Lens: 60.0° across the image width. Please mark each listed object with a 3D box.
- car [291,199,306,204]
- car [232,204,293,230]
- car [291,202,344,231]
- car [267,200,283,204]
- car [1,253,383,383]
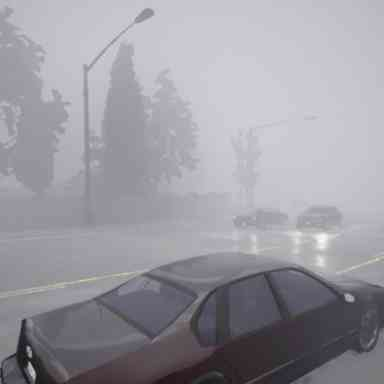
[{"bbox_3d":[19.596,2.013,60.512,1.812,1.442,4.674,-1,-1,-6],"label":"car"},{"bbox_3d":[4.703,1.712,22.488,1.895,1.301,4.718,-1,-1,41],"label":"car"},{"bbox_3d":[8.331,1.596,21.473,1.837,1.490,4.892,0,0,39],"label":"car"},{"bbox_3d":[15.721,2.171,63.022,1.994,1.385,4.181,-1,-1,-8],"label":"car"},{"bbox_3d":[0.632,1.562,4.357,5.357,1.411,2.033,0,0,-37],"label":"car"}]
